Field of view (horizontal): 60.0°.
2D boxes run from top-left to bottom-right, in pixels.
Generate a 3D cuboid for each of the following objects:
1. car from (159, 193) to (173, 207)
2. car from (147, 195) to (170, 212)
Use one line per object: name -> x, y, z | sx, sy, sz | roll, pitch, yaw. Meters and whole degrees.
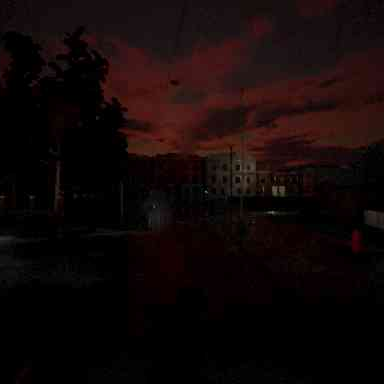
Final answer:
car -> -4.118, 1.196, 50.054 | 2.150, 2.045, 5.566 | 0, 0, 1
car -> -4.139, 1.472, 39.465 | 2.128, 1.511, 4.902 | 0, 0, 0
